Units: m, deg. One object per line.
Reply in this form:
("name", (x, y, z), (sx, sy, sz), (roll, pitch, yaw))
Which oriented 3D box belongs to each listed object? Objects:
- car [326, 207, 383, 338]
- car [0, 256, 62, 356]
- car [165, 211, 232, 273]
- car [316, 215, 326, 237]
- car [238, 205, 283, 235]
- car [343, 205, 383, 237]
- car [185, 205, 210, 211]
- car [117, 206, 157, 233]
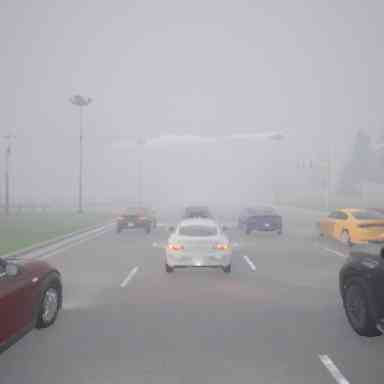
("car", (3.612, 1.223, 3.474), (2.150, 2.045, 5.566), (0, 0, 1))
("car", (-3.404, 1.362, 4.144), (2.097, 1.767, 4.553), (0, 0, 1))
("car", (0.195, 1.543, 10.634), (1.812, 1.442, 4.674), (0, 0, 1))
("car", (7.253, 1.493, 15.080), (1.882, 1.535, 5.008), (0, 0, 1))
("car", (3.793, 1.504, 19.147), (1.882, 1.535, 5.008), (0, 0, 1))
("car", (10.792, 1.564, 18.959), (2.033, 1.411, 5.357), (0, 0, 1))
("car", (0.298, 1.537, 19.714), (1.837, 1.490, 4.892), (0, 0, 1))
("car", (-3.200, 1.563, 19.751), (1.812, 1.442, 4.674), (0, -1, 1))
